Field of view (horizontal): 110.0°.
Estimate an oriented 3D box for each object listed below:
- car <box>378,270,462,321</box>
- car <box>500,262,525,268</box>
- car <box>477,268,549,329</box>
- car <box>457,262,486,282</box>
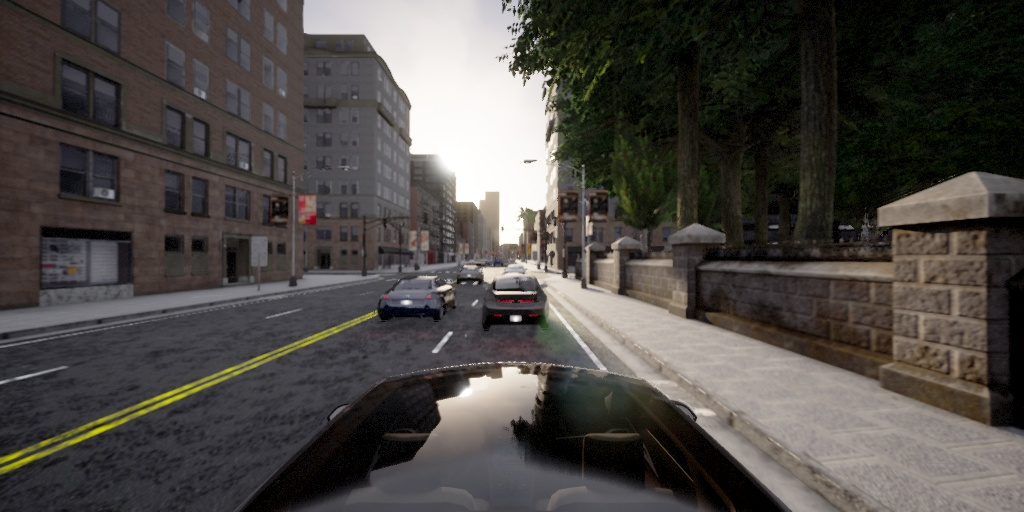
[{"bbox_3d":[-3.153,1.368,12.707,1.994,1.385,4.181,0,0,0],"label":"car"},{"bbox_3d":[0.303,1.408,29.017,1.812,1.442,4.674,0,0,4],"label":"car"},{"bbox_3d":[0.095,1.304,11.402,1.837,1.490,4.892,0,0,0],"label":"car"},{"bbox_3d":[-3.313,1.445,28.750,1.994,1.385,4.181,0,0,-3],"label":"car"}]
